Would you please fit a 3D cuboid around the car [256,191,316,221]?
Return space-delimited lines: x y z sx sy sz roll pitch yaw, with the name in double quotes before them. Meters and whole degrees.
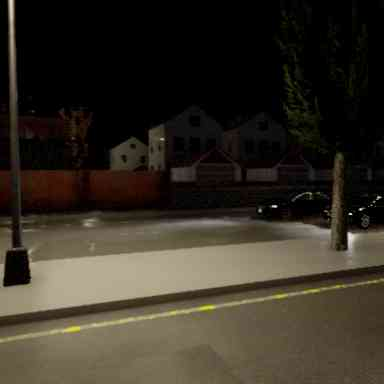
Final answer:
"car" 5.899 0.684 18.468 4.902 1.511 2.128 -1 3 -21

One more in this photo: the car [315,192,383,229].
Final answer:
"car" 8.551 0.817 15.748 4.892 1.490 1.837 0 2 -21
